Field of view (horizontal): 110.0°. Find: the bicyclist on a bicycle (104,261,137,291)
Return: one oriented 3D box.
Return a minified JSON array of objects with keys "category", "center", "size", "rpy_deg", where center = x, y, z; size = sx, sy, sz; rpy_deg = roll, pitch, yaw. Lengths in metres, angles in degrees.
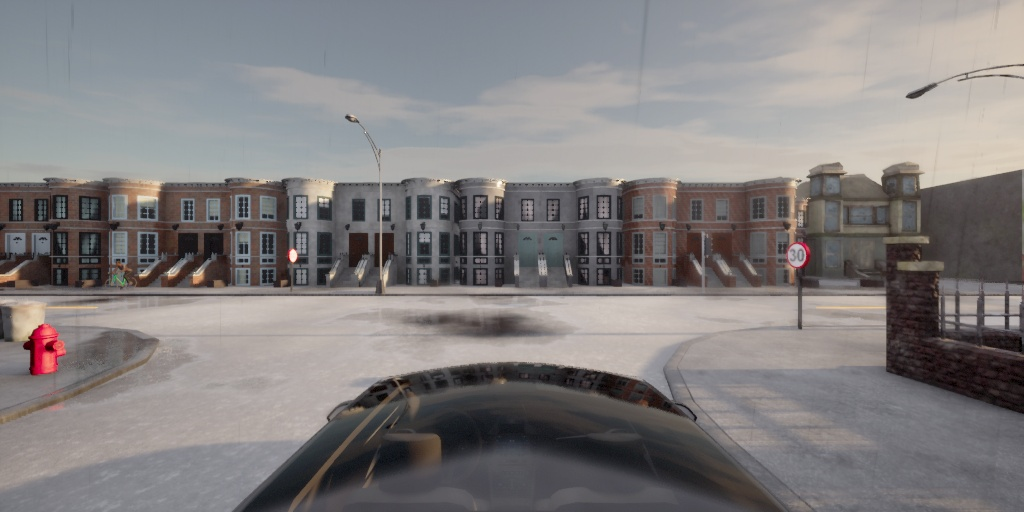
[{"category":"bicyclist on a bicycle","center":[-21.801,1.099,20.000],"size":[0.582,1.620,1.656],"rpy_deg":[0,0,0]}]
